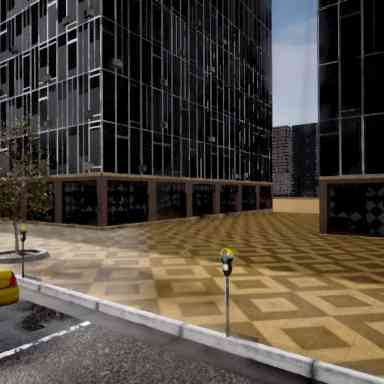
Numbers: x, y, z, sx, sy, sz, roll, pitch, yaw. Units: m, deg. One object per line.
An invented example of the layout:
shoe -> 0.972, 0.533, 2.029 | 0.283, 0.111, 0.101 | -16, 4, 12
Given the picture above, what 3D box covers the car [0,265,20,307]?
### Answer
car -> -5.334, 1.528, 6.663 | 4.829, 1.417, 1.752 | 0, 0, 35
